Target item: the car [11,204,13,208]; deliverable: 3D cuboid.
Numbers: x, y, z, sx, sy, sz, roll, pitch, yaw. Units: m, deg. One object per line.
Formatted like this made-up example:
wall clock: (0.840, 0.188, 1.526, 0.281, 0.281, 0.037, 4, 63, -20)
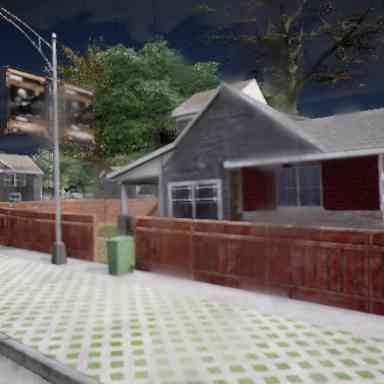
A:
car: (-12.916, 1.602, 23.822, 1.812, 1.442, 4.674, -3, -2, 35)
